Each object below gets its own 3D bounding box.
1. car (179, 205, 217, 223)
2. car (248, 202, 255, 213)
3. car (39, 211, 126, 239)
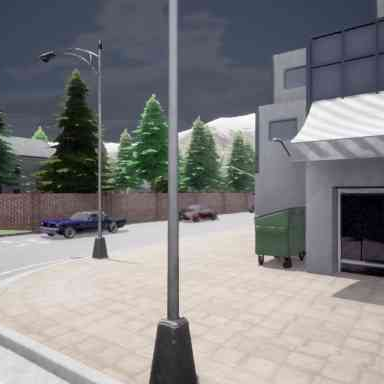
[{"bbox_3d":[0.352,1.740,27.655,1.994,1.385,4.181,0,0,37],"label":"car"},{"bbox_3d":[8.234,1.528,38.270,2.097,1.767,4.553,0,0,37],"label":"car"},{"bbox_3d":[-6.100,1.777,18.949,1.895,1.301,4.718,0,0,37],"label":"car"}]
